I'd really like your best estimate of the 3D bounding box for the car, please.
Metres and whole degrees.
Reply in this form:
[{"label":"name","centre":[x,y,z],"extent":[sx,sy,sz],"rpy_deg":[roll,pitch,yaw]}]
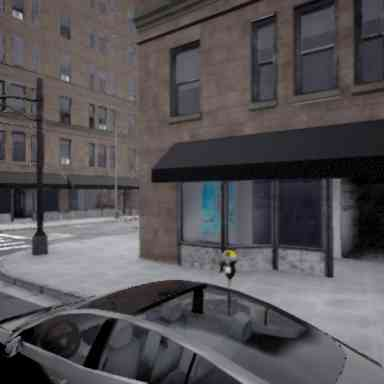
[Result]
[{"label":"car","centre":[-0.513,1.572,3.212],"extent":[4.313,1.339,1.947],"rpy_deg":[0,0,35]}]
